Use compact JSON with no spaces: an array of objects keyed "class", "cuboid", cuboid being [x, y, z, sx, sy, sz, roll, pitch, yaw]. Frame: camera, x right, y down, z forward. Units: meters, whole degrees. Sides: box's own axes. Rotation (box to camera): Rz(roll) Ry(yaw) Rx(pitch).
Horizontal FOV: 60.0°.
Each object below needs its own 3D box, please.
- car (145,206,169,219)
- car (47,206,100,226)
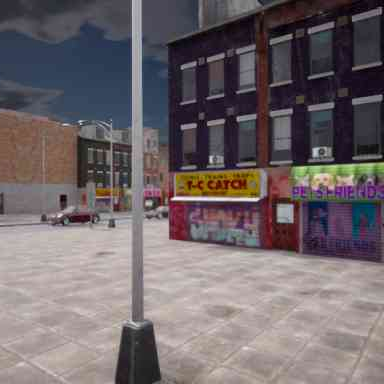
[{"class":"car","cuboid":[-3.088,2.171,35.529,2.008,1.369,4.403,-2,-2,36]},{"class":"car","cuboid":[-9.514,1.825,26.737,1.967,1.590,4.097,-2,-2,36]}]
